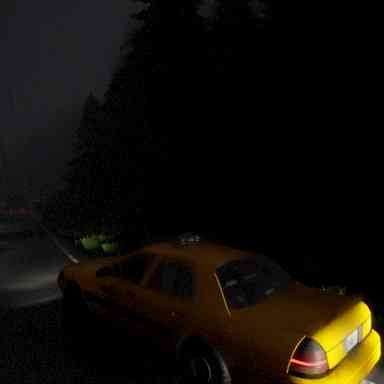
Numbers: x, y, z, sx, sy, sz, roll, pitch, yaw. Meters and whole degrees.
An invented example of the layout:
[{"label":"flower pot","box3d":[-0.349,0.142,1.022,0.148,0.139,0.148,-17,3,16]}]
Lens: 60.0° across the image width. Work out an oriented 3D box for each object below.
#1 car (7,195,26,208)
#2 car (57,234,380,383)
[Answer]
[{"label":"car","box3d":[-21.127,1.060,40.058,2.128,1.511,4.902,-2,2,-26]},{"label":"car","box3d":[-0.250,1.418,5.080,5.366,1.575,1.801,1,1,44]}]
